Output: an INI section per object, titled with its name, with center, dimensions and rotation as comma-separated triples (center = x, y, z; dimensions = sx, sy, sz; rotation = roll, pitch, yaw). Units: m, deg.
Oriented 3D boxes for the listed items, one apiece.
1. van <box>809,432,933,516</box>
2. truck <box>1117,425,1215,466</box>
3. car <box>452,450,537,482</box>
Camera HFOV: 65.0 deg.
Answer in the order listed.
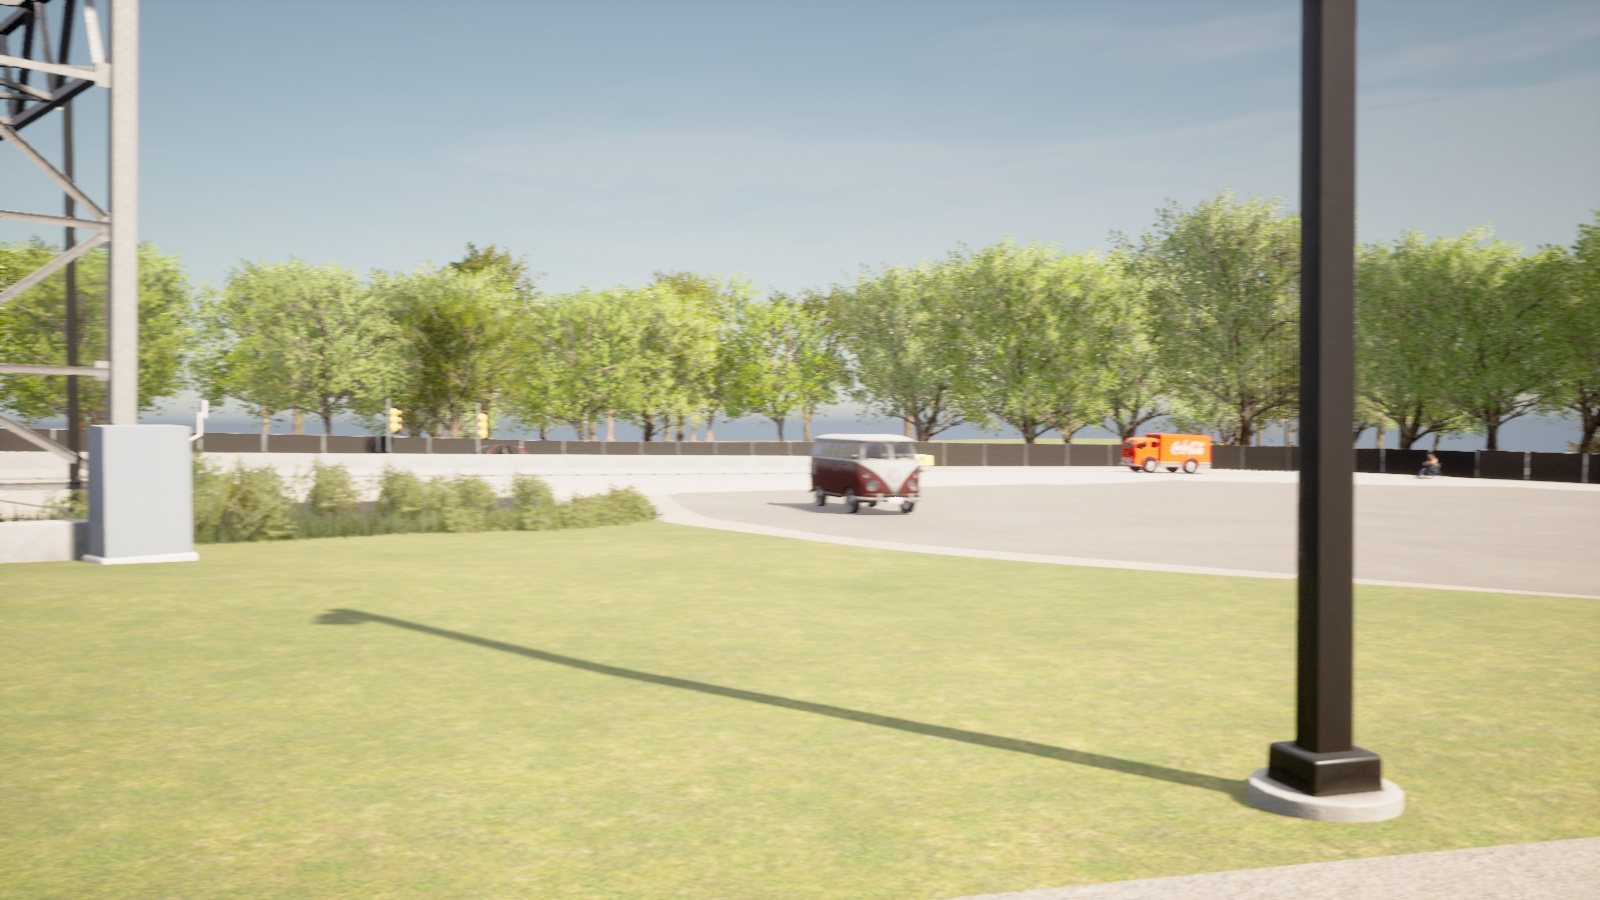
[van]
center = 1.737, 0.534, 32.313
dimensions = 1.775, 1.987, 4.442
rotation = -1, 1, -17
[truck]
center = 22.903, -0.283, 78.681
dimensions = 5.204, 2.467, 2.627
rotation = 0, 1, -13
[car]
center = -15.604, 0.797, 64.290
dimensions = 1.851, 1.617, 3.988
rotation = 0, 0, 37
